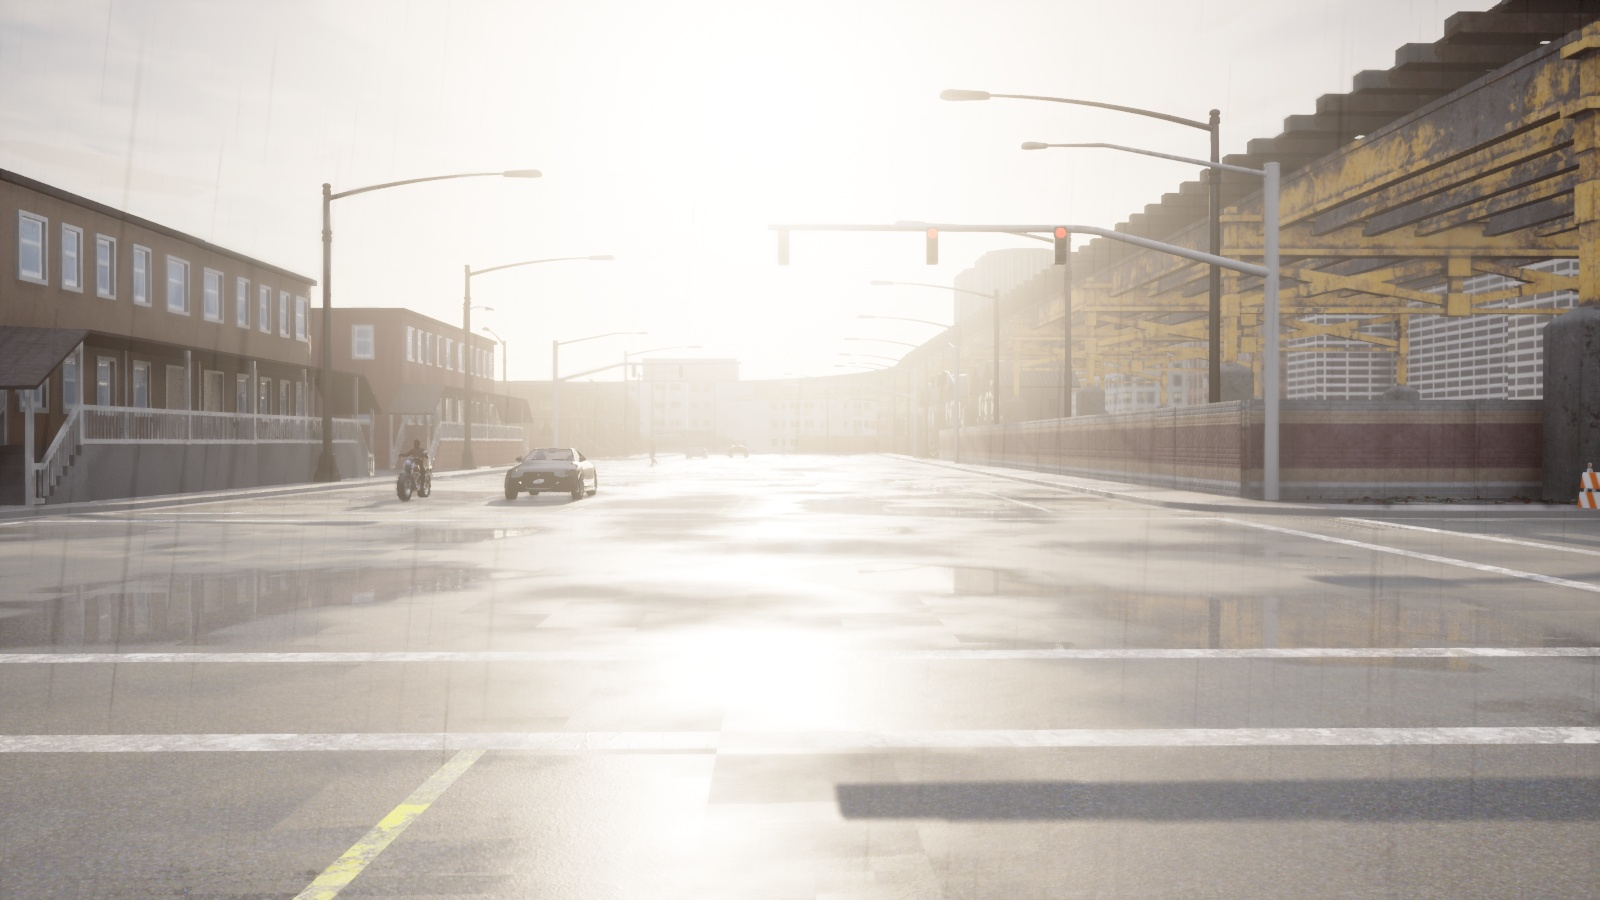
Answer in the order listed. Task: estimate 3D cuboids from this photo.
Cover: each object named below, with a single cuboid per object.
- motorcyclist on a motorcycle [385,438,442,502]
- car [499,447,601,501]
[{"bbox_3d":[-10.294,0.499,33.524,0.766,1.649,2.350,0,0,0],"label":"motorcyclist on a motorcycle"},{"bbox_3d":[-6.793,0.610,34.588,1.994,1.385,4.181,0,0,0],"label":"car"}]
